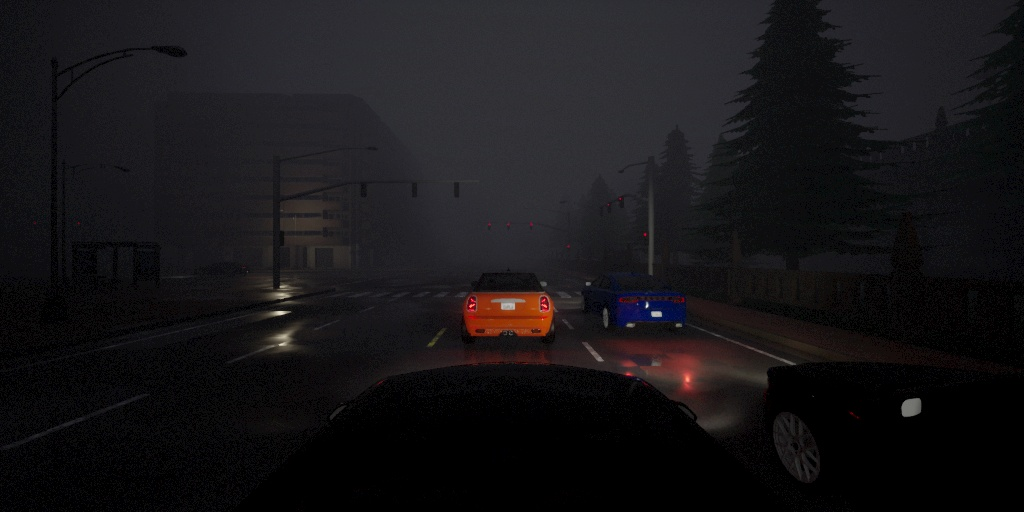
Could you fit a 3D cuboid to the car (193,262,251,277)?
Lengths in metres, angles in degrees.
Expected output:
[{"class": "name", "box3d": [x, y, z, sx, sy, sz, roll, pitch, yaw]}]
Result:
[{"class": "car", "box3d": [-28.769, 1.310, 35.649, 4.892, 1.490, 1.837, 0, 0, -1]}]

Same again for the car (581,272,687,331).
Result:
[{"class": "car", "box3d": [3.419, 1.228, 10.979, 1.882, 1.535, 5.008, 0, 0, 0]}]

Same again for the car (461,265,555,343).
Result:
[{"class": "car", "box3d": [-0.081, 1.102, 9.835, 2.097, 1.767, 4.553, 0, 0, 0]}]

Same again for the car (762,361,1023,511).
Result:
[{"class": "car", "box3d": [3.288, 1.228, 1.453, 1.882, 1.535, 5.008, 0, 0, 3]}]
